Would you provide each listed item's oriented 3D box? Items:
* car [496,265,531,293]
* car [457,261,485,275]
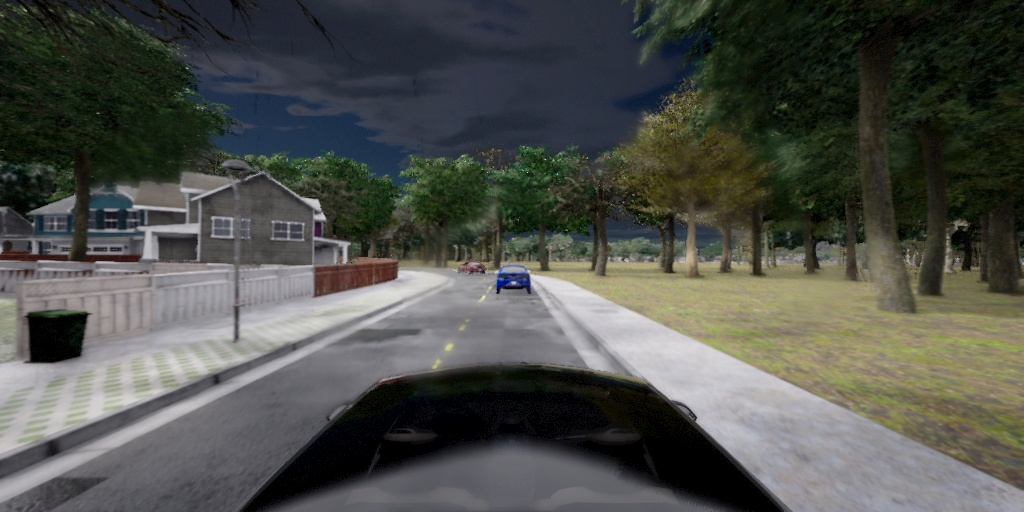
[{"bbox_3d":[0.068,1.240,20.890,1.882,1.535,5.008,0,0,0],"label":"car"},{"bbox_3d":[-4.609,1.305,40.306,1.812,1.442,4.674,1,-1,-31],"label":"car"}]
